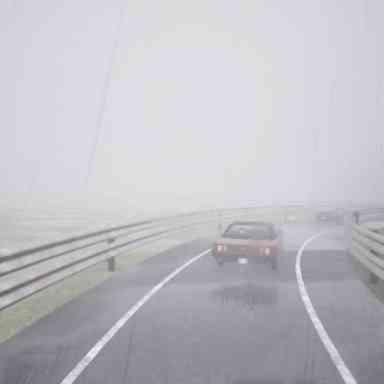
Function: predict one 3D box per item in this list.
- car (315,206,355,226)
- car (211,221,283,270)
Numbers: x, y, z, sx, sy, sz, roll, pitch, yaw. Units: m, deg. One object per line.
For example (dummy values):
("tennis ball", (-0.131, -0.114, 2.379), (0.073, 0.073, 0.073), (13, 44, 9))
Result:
("car", (11.371, 1.830, 26.458), (1.812, 1.442, 4.674), (0, -1, 43))
("car", (2.109, 1.652, 11.399), (1.895, 1.301, 4.718), (0, 0, 18))
